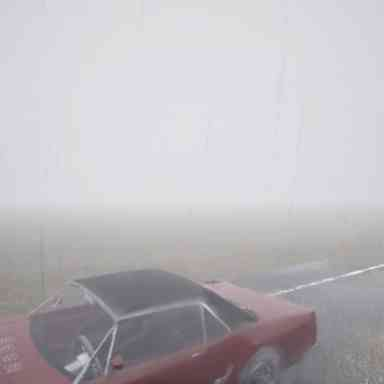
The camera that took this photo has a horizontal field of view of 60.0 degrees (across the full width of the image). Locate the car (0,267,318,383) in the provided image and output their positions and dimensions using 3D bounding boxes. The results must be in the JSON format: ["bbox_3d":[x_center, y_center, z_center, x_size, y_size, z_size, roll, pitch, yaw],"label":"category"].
[{"bbox_3d":[-0.897,1.601,3.348,4.718,1.301,1.895,0,0,-35],"label":"car"}]
